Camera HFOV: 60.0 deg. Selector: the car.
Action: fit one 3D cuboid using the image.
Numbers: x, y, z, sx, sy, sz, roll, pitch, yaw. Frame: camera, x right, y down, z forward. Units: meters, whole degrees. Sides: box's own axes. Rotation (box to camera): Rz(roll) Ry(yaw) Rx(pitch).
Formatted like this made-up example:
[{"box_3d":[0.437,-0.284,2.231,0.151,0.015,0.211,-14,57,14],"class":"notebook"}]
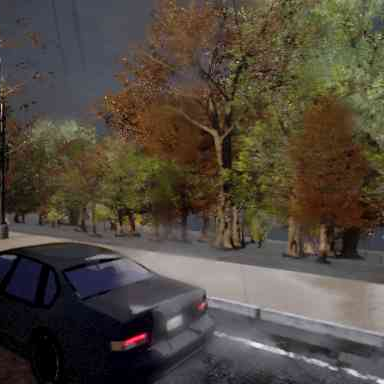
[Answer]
[{"box_3d":[-2.237,1.545,5.279,5.357,1.411,2.033,0,0,36],"class":"car"}]
